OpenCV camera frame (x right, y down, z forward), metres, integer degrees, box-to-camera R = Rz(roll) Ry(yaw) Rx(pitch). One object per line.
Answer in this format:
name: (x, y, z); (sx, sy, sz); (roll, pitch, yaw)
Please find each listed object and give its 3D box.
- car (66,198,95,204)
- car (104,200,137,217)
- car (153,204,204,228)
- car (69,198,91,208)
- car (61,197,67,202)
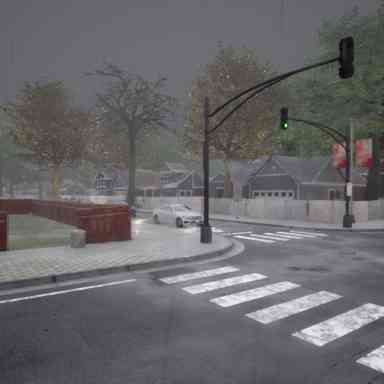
car: (-12.849, 1.530, 39.182); (1.882, 1.535, 5.008); (0, 0, -35)
car: (-6.861, 1.513, 30.802); (1.882, 1.535, 5.008); (0, 0, -36)
car: (-1.022, 1.547, 22.634); (1.812, 1.442, 4.674); (0, 0, -36)
car: (-16.733, 1.654, 49.588); (1.994, 1.385, 4.181); (0, 0, -35)
car: (-22.394, 1.601, 57.395); (2.128, 1.511, 4.902); (0, 0, -36)
